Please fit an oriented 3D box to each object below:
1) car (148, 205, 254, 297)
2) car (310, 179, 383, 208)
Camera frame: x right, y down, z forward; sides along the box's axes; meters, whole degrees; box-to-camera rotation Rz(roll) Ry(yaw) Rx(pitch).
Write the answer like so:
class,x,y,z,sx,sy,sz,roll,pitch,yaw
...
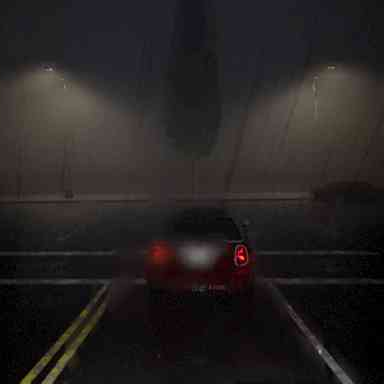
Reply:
class,x,y,z,sx,sy,sz,roll,pitch,yaw
car,0.394,1.105,8.345,2.097,1.767,4.553,0,4,7
car,9.503,0.024,19.338,5.008,1.535,1.882,-1,6,0
